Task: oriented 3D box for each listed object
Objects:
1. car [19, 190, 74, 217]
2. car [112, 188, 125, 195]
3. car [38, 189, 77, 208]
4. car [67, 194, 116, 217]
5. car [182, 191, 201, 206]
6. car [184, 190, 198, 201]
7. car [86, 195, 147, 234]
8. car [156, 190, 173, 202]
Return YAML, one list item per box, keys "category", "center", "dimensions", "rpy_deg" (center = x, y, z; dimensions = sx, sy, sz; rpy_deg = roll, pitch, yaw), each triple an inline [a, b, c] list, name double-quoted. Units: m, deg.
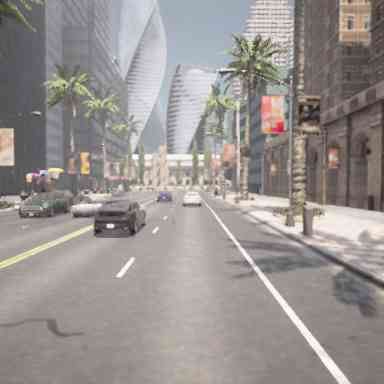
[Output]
- category: "car"
  center: [-10.532, 0.839, 24.050]
  dimensions: [2.097, 1.767, 4.553]
  rpy_deg: [0, 1, 0]
- category: "car"
  center: [-14.033, 0.040, 63.545]
  dimensions: [2.231, 1.521, 4.892]
  rpy_deg: [0, 1, -1]
- category: "car"
  center: [-13.685, 0.570, 34.177]
  dimensions: [2.185, 1.767, 4.553]
  rpy_deg: [0, 1, -1]
- category: "car"
  center: [-7.033, 1.095, 23.981]
  dimensions: [1.895, 1.301, 4.718]
  rpy_deg: [0, 1, 0]
- category: "car"
  center: [-0.013, 0.729, 35.521]
  dimensions: [1.812, 1.442, 4.674]
  rpy_deg: [0, 1, -1]
- category: "car"
  center: [-0.152, 0.496, 47.665]
  dimensions: [1.994, 1.385, 4.181]
  rpy_deg: [0, 1, -1]
- category: "car"
  center: [-3.440, 1.130, 16.444]
  dimensions: [1.837, 1.490, 4.892]
  rpy_deg: [0, 1, 0]
- category: "car"
  center: [-3.617, 0.517, 44.832]
  dimensions: [1.812, 1.442, 4.674]
  rpy_deg: [0, 1, -1]
